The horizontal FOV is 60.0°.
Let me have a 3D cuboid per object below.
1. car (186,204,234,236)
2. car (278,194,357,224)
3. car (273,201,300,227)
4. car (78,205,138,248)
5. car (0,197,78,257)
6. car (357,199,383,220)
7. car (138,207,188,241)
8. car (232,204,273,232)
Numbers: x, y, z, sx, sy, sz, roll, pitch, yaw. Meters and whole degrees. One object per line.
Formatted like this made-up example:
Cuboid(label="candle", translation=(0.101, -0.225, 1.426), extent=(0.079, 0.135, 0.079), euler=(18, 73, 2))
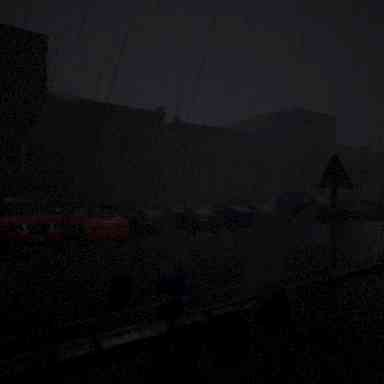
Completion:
Cuboid(label="car", translation=(-0.143, 1.517, 18.557), extent=(2.002, 1.452, 4.674), euler=(0, 0, -36))
Cuboid(label="car", translation=(8.845, 1.201, 24.948), extent=(2.435, 2.045, 5.566), euler=(0, 0, -36))
Cuboid(label="car", translation=(4.341, 1.503, 21.768), extent=(2.002, 1.452, 4.674), euler=(0, 0, -36))
Cuboid(label="car", translation=(-4.615, 1.368, 15.327), extent=(2.185, 1.767, 4.553), euler=(0, 0, -36))
Cuboid(label="car", translation=(-6.860, 1.249, 13.726), extent=(2.435, 2.045, 5.566), euler=(0, 0, -36))
Cuboid(label="car", translation=(13.206, 1.445, 28.327), extent=(1.946, 1.575, 5.366), euler=(0, 0, -36))
Cuboid(label="car", translation=(-2.493, 1.526, 16.878), extent=(2.002, 1.452, 4.674), euler=(0, 0, -36))
Cuboid(label="car", translation=(2.102, 1.470, 20.158), extent=(2.097, 1.535, 5.008), euler=(0, 0, -36))
